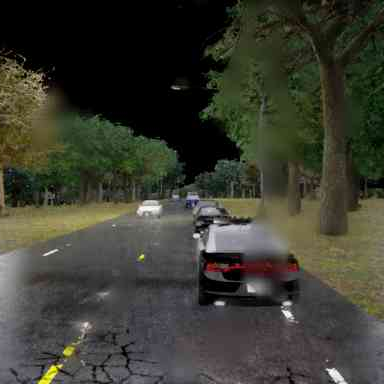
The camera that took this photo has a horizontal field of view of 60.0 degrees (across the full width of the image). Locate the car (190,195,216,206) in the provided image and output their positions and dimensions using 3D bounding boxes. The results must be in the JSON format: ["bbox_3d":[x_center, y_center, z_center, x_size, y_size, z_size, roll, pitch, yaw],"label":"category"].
[{"bbox_3d":[1.094,1.324,24.073,2.097,1.767,4.553,0,0,0],"label":"car"}]

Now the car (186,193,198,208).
[{"bbox_3d":[0.128,1.359,46.887,1.882,1.535,5.008,0,0,1],"label":"car"}]

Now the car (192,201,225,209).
[{"bbox_3d":[1.084,1.465,18.102,1.882,1.535,5.008,0,0,0],"label":"car"}]

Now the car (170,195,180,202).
[{"bbox_3d":[-3.372,1.364,68.676,1.812,1.442,4.674,0,0,0],"label":"car"}]

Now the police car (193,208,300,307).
[{"bbox_3d":[1.066,1.425,8.210,1.930,1.638,5.238,0,0,0],"label":"police car"}]

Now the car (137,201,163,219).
[{"bbox_3d":[-3.548,1.485,28.701,1.812,1.442,4.674,0,0,0],"label":"car"}]
